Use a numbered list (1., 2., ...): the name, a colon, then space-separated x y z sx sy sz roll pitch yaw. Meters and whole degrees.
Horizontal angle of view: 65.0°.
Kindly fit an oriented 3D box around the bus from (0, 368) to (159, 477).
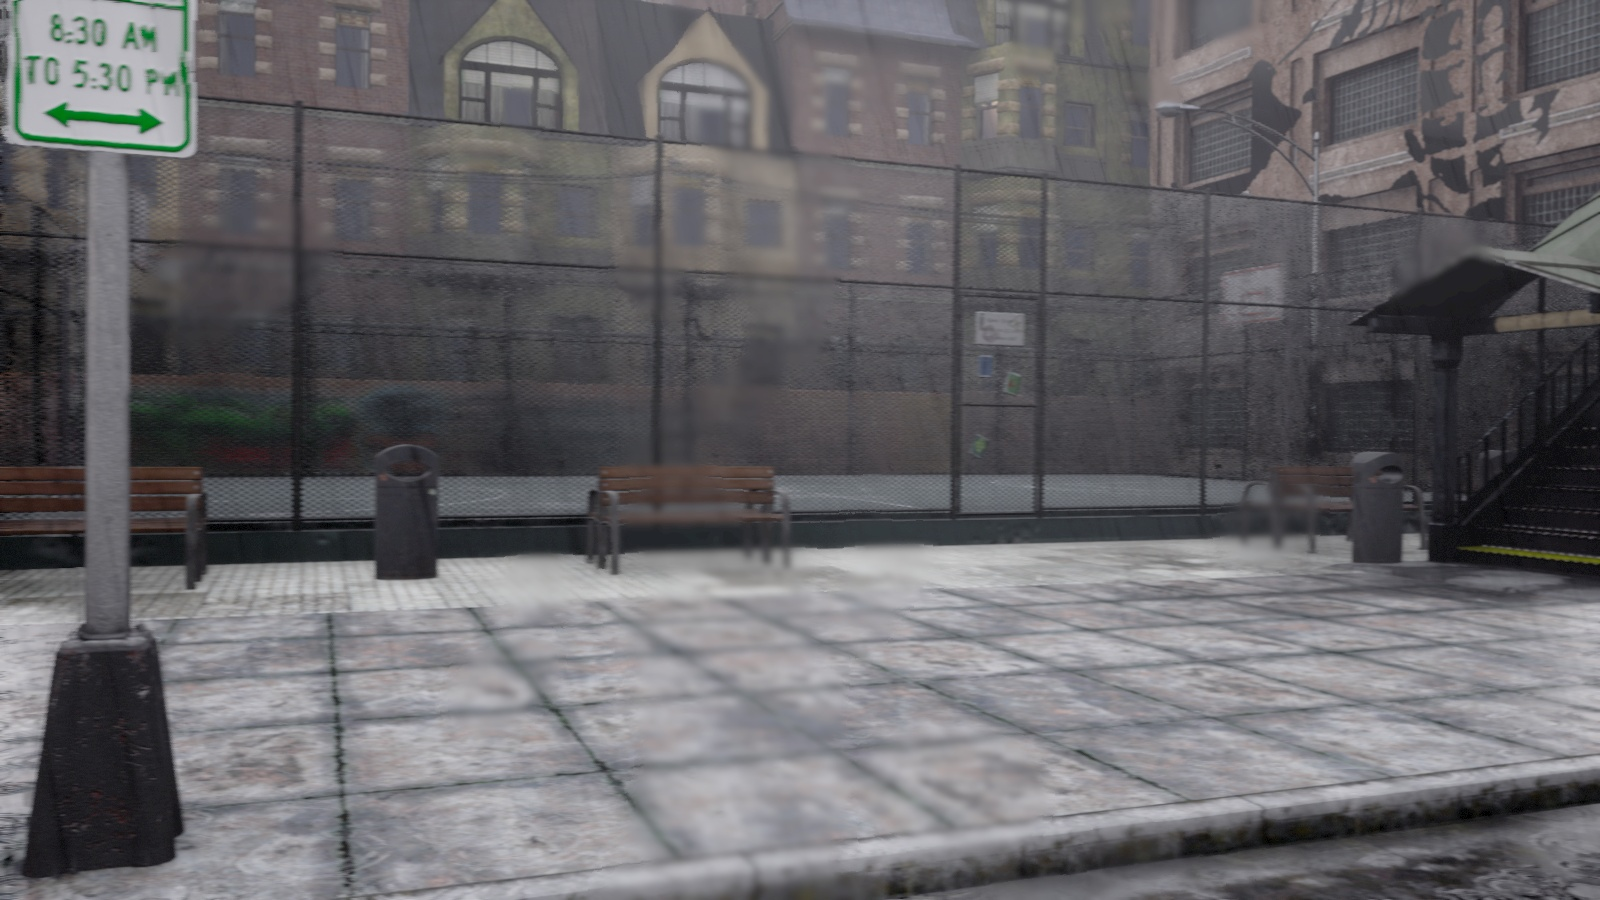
1. bus: -32.017 -1.055 50.552 10.273 4.253 3.944 -1 0 -44
